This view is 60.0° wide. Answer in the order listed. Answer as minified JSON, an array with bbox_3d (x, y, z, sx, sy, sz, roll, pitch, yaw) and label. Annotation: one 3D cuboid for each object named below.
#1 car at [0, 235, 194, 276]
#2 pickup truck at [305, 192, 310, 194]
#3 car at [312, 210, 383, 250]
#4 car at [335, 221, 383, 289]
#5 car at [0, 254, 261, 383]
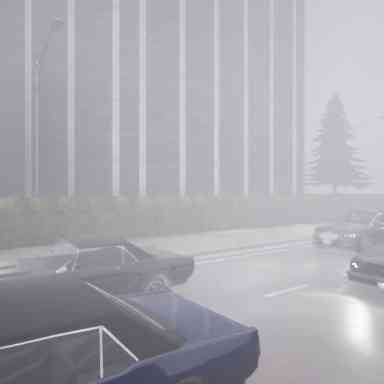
[{"bbox_3d":[-2.334,1.601,6.622,4.718,1.301,1.895,0,0,-36],"label":"car"},{"bbox_3d":[25.298,1.059,75.759,2.390,2.098,6.274,0,0,-6],"label":"pickup truck"},{"bbox_3d":[6.752,1.492,13.166,4.902,1.511,2.128,0,0,-36],"label":"car"},{"bbox_3d":[6.131,1.547,8.408,5.357,1.411,2.033,0,0,-36],"label":"car"},{"bbox_3d":[-1.698,1.601,2.763,4.718,1.301,1.895,0,0,-36],"label":"car"}]
